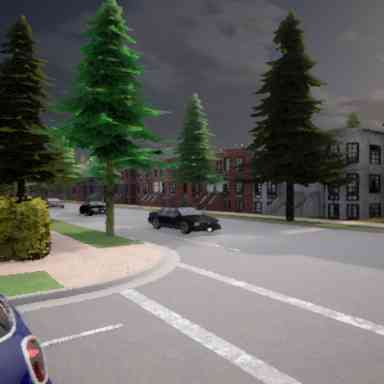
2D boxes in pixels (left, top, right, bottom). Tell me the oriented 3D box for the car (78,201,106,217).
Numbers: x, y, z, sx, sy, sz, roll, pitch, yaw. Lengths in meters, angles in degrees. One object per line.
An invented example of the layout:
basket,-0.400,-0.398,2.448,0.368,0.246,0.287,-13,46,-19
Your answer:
car,-8.956,1.536,30.617,1.994,1.385,4.181,0,0,-36

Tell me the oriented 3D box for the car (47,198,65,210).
car,-17.987,1.498,43.193,1.812,1.442,4.674,0,0,-35

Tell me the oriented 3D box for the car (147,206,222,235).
car,-0.643,1.519,19.080,2.033,1.411,5.357,0,0,-36

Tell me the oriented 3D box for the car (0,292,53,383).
car,-3.288,1.353,1.886,4.553,1.767,2.097,0,0,-38
